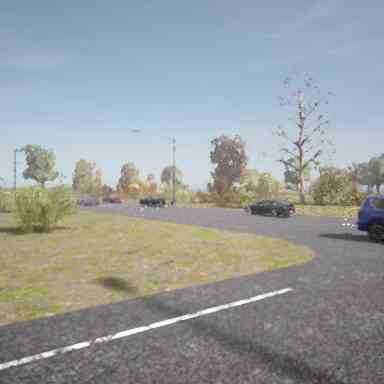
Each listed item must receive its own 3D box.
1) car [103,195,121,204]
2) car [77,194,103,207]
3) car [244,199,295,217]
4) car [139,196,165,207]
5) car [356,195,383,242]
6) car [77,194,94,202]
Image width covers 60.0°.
[{"bbox_3d":[-13.719,1.215,56.639,1.812,1.442,4.674,0,1,-37],"label":"car"},{"bbox_3d":[-14.326,1.328,45.877,1.994,1.385,4.181,0,0,-37],"label":"car"},{"bbox_3d":[6.805,1.379,29.625,1.837,1.490,4.892,0,0,-37],"label":"car"},{"bbox_3d":[-5.597,1.236,45.948,1.882,1.535,5.008,0,0,-37],"label":"car"},{"bbox_3d":[9.904,1.175,13.951,2.150,2.045,5.566,0,0,-37],"label":"car"},{"bbox_3d":[-21.411,1.143,66.766,1.812,1.442,4.674,0,1,-37],"label":"car"}]
